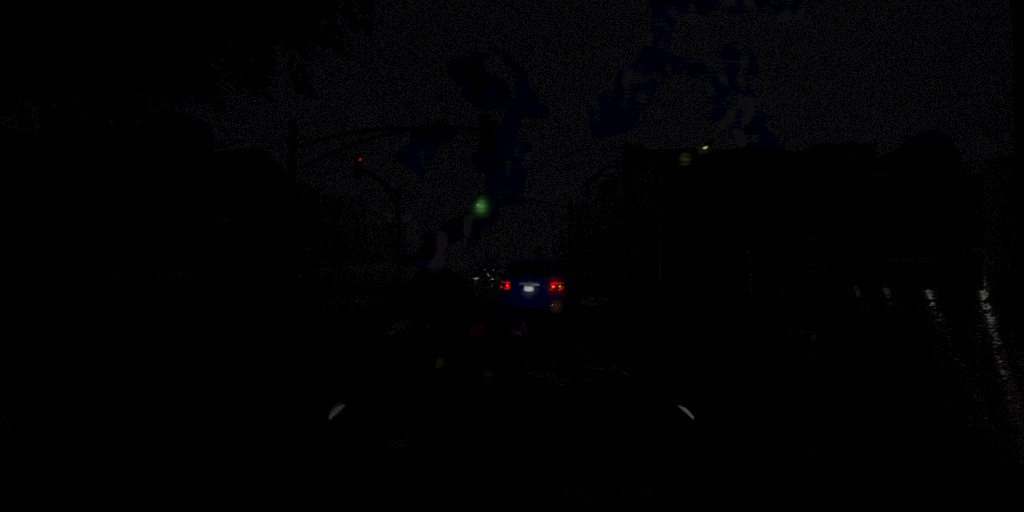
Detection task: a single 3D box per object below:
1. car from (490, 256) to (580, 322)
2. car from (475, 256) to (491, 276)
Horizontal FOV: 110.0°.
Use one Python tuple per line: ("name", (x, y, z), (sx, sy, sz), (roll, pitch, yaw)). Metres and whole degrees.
("car", (1.202, 1.076, 13.114), (2.150, 2.045, 5.566), (0, 0, 15))
("car", (-2.850, 1.072, 39.987), (2.150, 2.045, 5.566), (0, 0, 0))
